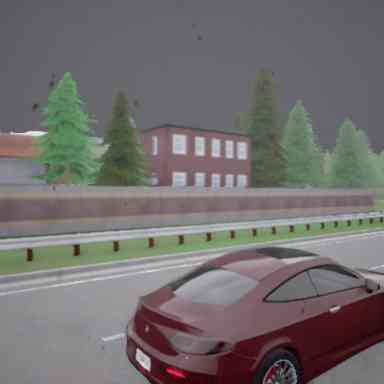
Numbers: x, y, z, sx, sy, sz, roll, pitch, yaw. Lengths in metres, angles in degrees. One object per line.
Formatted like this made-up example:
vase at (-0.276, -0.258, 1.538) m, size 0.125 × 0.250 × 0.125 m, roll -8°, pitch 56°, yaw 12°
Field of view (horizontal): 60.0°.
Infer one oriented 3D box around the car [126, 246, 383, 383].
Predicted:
car at (1.380, 1.529, 4.725) m, size 4.674 × 1.442 × 1.812 m, roll 0°, pitch 0°, yaw -35°
